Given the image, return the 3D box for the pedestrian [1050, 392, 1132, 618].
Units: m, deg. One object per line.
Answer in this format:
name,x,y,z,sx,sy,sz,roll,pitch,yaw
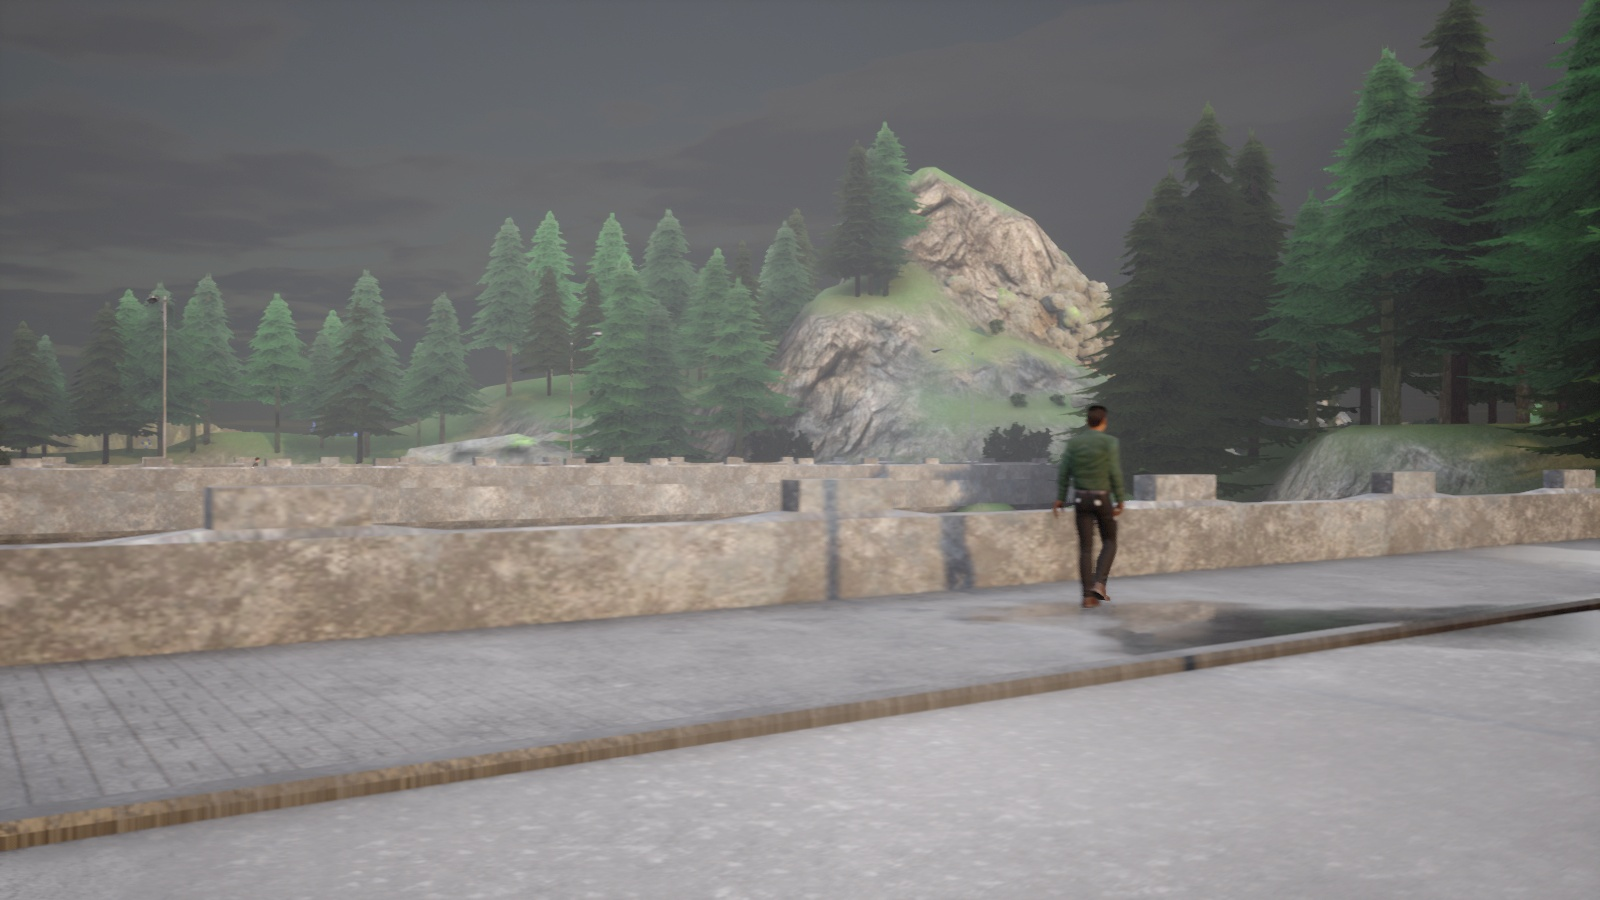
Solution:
pedestrian,2.632,0.477,11.316,0.423,1.949,0.788,0,0,38
